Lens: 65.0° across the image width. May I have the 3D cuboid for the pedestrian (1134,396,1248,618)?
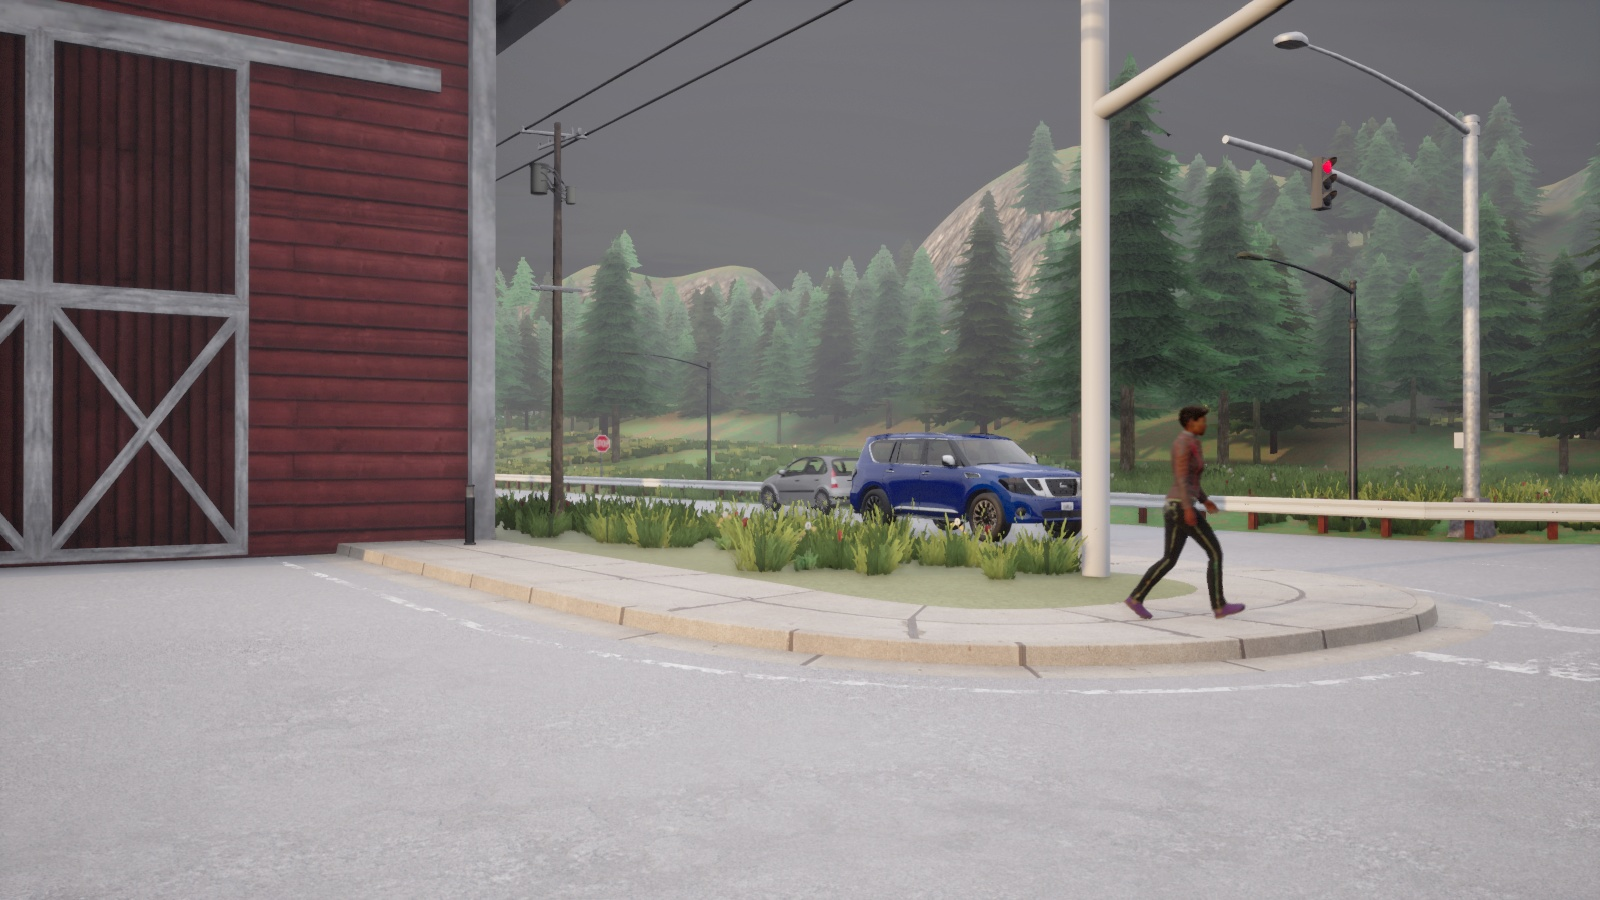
[{"bbox_3d":[3.240,0.465,10.440,0.869,1.805,0.328,0,0,13],"label":"pedestrian"}]

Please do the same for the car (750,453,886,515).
[{"bbox_3d":[0.446,0.905,35.115,1.851,1.617,3.988,0,0,-34],"label":"car"}]

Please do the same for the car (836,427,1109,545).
[{"bbox_3d":[3.207,0.646,24.696,2.150,2.045,5.566,0,0,-34],"label":"car"}]
